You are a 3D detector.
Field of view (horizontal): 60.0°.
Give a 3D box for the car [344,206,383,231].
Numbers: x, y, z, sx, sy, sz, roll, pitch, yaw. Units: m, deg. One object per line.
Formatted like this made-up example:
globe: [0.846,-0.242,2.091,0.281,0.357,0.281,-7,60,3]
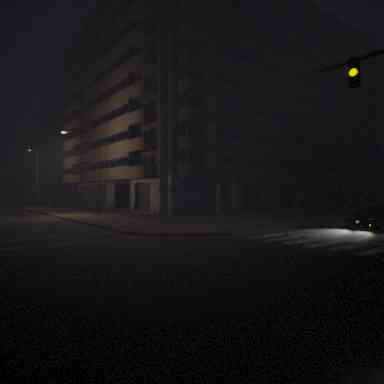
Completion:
car: [11.318,1.575,20.634,4.181,1.385,1.994,0,0,-35]
